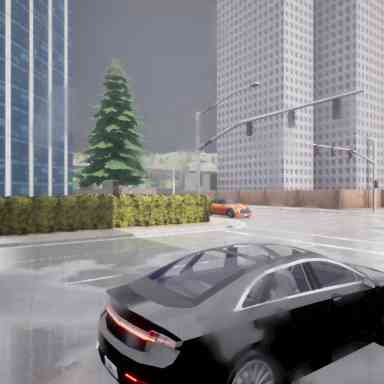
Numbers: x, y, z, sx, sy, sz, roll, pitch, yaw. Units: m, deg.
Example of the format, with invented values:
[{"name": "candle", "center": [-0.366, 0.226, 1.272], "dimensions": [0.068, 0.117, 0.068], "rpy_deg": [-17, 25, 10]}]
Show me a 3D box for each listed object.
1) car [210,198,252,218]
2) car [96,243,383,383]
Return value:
[{"name": "car", "center": [3.255, 1.351, 29.896], "dimensions": [2.097, 1.767, 4.553], "rpy_deg": [0, 0, -35]}, {"name": "car", "center": [1.188, 1.491, 4.656], "dimensions": [4.902, 1.511, 2.128], "rpy_deg": [0, 0, -35]}]
